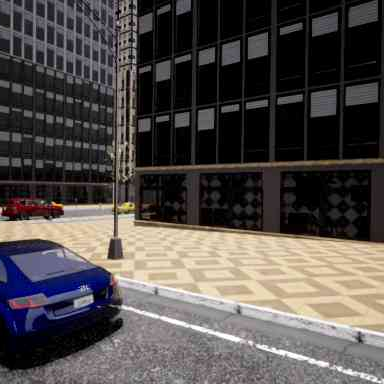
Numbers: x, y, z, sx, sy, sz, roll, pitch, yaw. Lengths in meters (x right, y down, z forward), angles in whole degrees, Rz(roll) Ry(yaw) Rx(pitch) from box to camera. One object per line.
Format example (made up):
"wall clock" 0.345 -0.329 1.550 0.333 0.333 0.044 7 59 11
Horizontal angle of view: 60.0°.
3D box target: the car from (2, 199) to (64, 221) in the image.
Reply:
"car" -13.835 1.520 29.184 2.192 1.841 5.009 1 0 36

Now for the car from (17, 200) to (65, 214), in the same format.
"car" -17.367 1.643 38.546 1.752 1.417 4.829 1 0 36

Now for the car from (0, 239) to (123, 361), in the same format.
"car" -3.235 1.561 5.973 4.181 1.385 1.994 0 0 34

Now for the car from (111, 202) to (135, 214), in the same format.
"car" -7.071 1.830 38.420 1.752 1.417 4.829 1 0 36
